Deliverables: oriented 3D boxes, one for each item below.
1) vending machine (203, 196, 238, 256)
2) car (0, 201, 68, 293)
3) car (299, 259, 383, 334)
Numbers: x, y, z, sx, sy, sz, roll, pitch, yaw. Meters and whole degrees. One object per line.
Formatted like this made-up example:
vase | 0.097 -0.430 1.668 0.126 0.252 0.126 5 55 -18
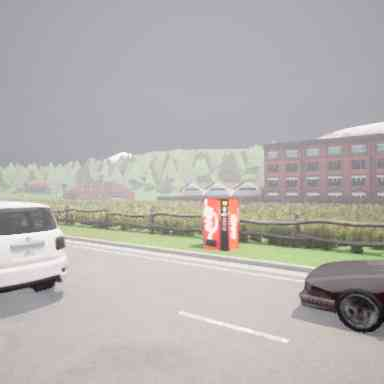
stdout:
vending machine | 1.081 1.214 12.477 0.880 2.100 1.100 0 0 36
car | -5.232 1.244 7.835 5.566 2.045 2.150 -1 0 36
car | 4.524 1.546 5.056 5.357 1.411 2.033 0 0 35
